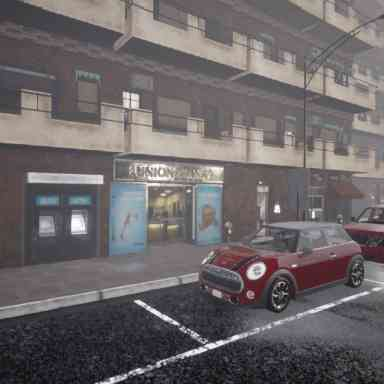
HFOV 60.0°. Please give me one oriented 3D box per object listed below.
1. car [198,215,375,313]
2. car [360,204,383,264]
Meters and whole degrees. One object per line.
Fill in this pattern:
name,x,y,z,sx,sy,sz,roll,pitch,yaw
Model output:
car,2.105,1.442,7.605,4.097,1.590,1.967,0,0,-36
car,6.607,1.321,10.827,5.009,1.841,2.192,0,0,-36
